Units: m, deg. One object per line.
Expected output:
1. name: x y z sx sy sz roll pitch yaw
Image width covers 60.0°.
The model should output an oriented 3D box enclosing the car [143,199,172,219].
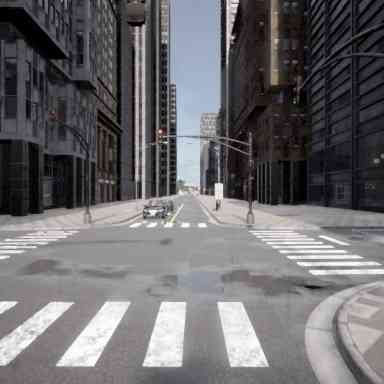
1. car: -3.176 1.500 29.438 2.128 1.511 4.902 0 0 0

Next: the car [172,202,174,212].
1. car: -3.204 1.578 39.504 1.994 1.385 4.181 0 0 -1
